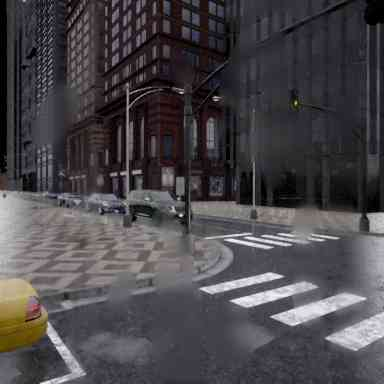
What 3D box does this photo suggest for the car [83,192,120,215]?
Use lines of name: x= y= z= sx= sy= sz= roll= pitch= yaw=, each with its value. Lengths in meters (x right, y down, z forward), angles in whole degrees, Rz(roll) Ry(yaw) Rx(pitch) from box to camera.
car: x=-7.129 y=0.872 z=27.684 sx=2.097 sy=1.767 sz=4.553 roll=0 pitch=1 yaw=-35

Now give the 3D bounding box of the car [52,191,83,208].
car: x=-13.146 y=0.827 z=36.087 sx=2.128 sy=1.511 sz=4.902 roll=0 pitch=1 yaw=-36

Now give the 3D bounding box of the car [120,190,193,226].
car: x=-2.211 y=0.898 z=20.820 sx=2.150 sy=2.045 sz=5.566 roll=0 pitch=1 yaw=-36

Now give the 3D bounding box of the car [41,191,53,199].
car: x=-24.632 y=0.497 z=57.584 sx=1.994 sy=1.385 sz=4.181 roll=0 pitch=1 yaw=-36

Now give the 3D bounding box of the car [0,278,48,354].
car: x=-4.246 y=1.525 z=3.627 sx=4.829 sy=1.417 sz=1.752 roll=0 pitch=0 yaw=-35
